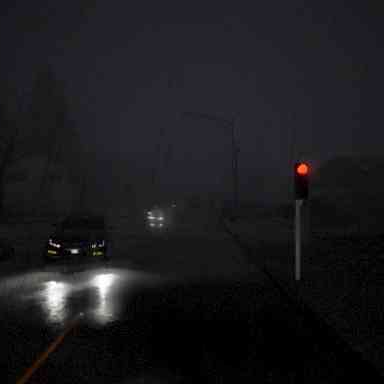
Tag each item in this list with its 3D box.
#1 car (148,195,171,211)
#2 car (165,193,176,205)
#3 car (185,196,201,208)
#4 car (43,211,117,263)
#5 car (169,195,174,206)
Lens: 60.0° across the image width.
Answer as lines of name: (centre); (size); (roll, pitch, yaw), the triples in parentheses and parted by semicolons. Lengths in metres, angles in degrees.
car: (-4.088, 1.491, 40.013); (2.128, 1.511, 4.902); (0, 0, 0)
car: (-4.051, 1.221, 60.466); (2.150, 2.045, 5.566); (0, 0, 0)
car: (0.116, 1.352, 46.791); (2.097, 1.767, 4.553); (0, 0, 0)
car: (-3.847, 1.506, 12.153); (1.837, 1.490, 4.892); (4, -1, -10)
car: (-4.076, 1.525, 50.018); (1.812, 1.442, 4.674); (0, 0, 0)
